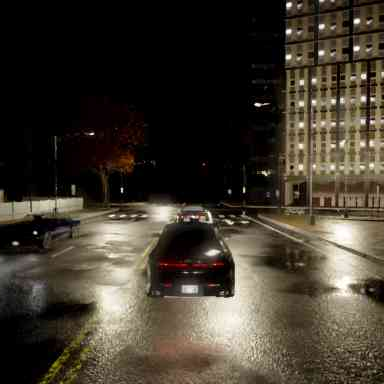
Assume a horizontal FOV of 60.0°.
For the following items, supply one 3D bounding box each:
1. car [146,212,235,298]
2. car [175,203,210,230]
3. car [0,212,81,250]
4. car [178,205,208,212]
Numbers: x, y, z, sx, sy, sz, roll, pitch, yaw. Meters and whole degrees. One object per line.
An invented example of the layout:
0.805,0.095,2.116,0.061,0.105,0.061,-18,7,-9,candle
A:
-0.020,1.503,8.477,1.837,1.490,4.892,0,0,0,car
0.045,1.544,22.324,2.033,1.411,5.357,0,0,0,car
-6.516,1.597,14.516,1.895,1.301,4.718,0,0,1,car
0.105,1.486,13.300,2.128,1.511,4.902,0,0,0,car
